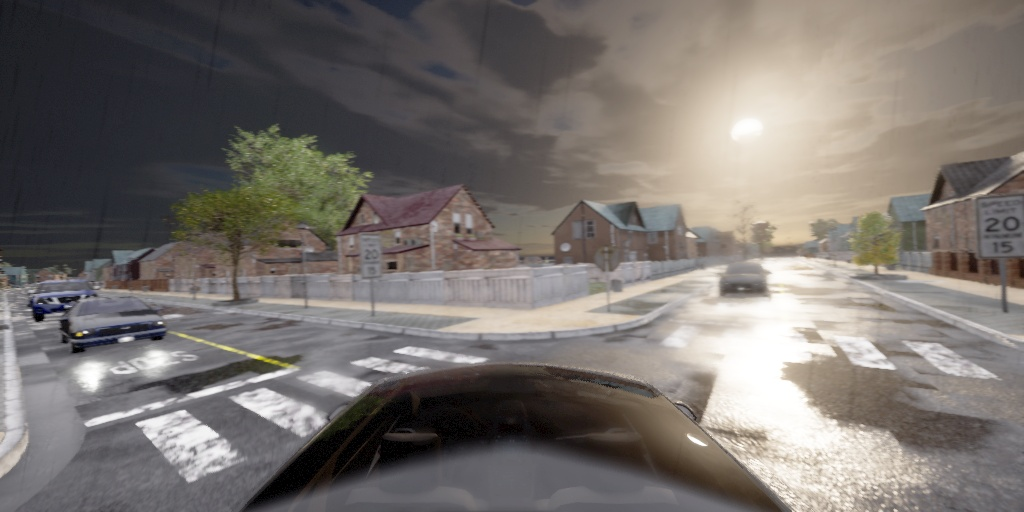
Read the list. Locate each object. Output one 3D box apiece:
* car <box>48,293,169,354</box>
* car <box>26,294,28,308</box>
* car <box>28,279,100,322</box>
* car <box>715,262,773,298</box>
[{"bbox_3d":[-12.719,2.003,11.327,5.357,1.411,2.033,-3,-1,35],"label":"car"},{"bbox_3d":[-37.819,3.364,29.212,4.674,1.442,1.812,-3,-1,35],"label":"car"},{"bbox_3d":[-24.682,2.337,19.785,5.566,2.045,2.150,-4,-1,36],"label":"car"},{"bbox_3d":[10.886,1.058,16.755,1.837,1.490,4.892,-3,-1,37],"label":"car"}]
